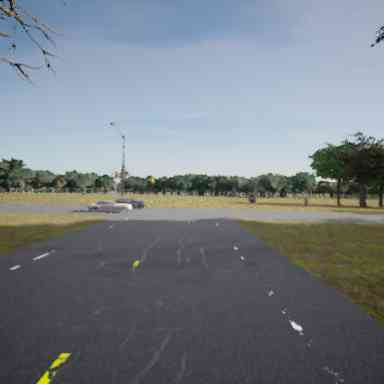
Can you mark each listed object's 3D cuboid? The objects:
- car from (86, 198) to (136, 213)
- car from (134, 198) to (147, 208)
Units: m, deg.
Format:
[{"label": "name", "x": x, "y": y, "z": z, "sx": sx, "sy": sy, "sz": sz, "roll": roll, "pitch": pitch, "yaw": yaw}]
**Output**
[{"label": "car", "x": -8.981, "y": 1.576, "z": 36.558, "sx": 4.718, "sy": 1.301, "sz": 1.895, "roll": 1, "pitch": 1, "yaw": 0}, {"label": "car", "x": -8.675, "y": 1.434, "z": 43.556, "sx": 5.357, "sy": 1.411, "sz": 2.033, "roll": 1, "pitch": 1, "yaw": 0}]
